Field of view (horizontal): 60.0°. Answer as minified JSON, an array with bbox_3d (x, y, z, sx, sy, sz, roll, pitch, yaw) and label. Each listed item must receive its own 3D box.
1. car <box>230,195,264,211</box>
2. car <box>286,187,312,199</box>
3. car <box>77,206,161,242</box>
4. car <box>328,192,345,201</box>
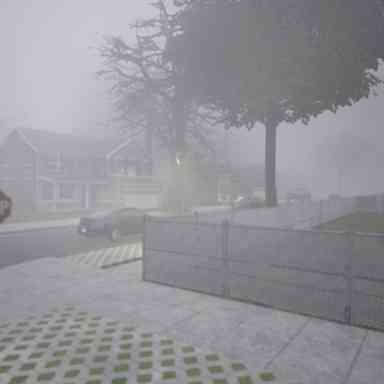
[{"bbox_3d":[5.559,1.093,33.048,2.128,1.511,4.902,2,2,35],"label":"car"},{"bbox_3d":[14.900,0.330,46.051,2.150,2.045,5.566,2,2,35],"label":"car"},{"bbox_3d":[-3.191,1.403,15.777,1.812,1.442,4.674,2,1,35],"label":"car"},{"bbox_3d":[22.776,0.803,52.265,1.837,1.490,4.892,2,2,35],"label":"car"}]
